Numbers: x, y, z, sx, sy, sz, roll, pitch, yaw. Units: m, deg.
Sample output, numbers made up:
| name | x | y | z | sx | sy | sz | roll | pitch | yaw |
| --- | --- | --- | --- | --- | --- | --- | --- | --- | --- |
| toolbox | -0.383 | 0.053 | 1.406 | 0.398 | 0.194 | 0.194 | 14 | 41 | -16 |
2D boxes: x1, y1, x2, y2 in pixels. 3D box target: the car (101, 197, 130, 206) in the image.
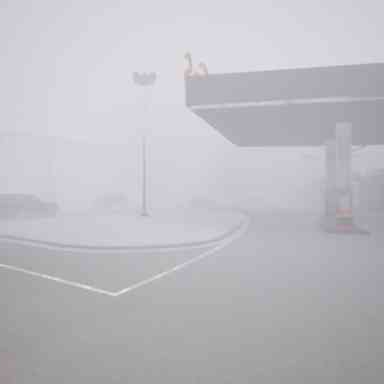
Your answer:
| name | x | y | z | sx | sy | sz | roll | pitch | yaw |
| --- | --- | --- | --- | --- | --- | --- | --- | --- | --- |
| car | -12.774 | 1.522 | 55.862 | 1.895 | 1.301 | 4.718 | 0 | 0 | 34 |

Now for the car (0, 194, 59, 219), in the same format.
| name | x | y | z | sx | sy | sz | roll | pitch | yaw |
| --- | --- | --- | --- | --- | --- | --- | --- | --- | --- |
| car | -14.650 | 1.169 | 29.220 | 2.150 | 2.045 | 5.566 | 0 | 0 | 42 |

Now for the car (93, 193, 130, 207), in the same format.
| name | x | y | z | sx | sy | sz | roll | pitch | yaw |
| --- | --- | --- | --- | --- | --- | --- | --- | --- | --- |
| car | -12.204 | 1.152 | 50.294 | 2.150 | 2.045 | 5.566 | 0 | 0 | 35 |

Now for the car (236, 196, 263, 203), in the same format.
| name | x | y | z | sx | sy | sz | roll | pitch | yaw |
| --- | --- | --- | --- | --- | --- | --- | --- | --- | --- |
| car | 11.574 | 1.487 | 67.528 | 5.357 | 1.411 | 2.033 | 0 | 0 | -13 |

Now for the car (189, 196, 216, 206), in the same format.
| name | x | y | z | sx | sy | sz | roll | pitch | yaw |
| --- | --- | --- | --- | --- | --- | --- | --- | --- | --- |
| car | 1.749 | 1.421 | 54.590 | 5.008 | 1.535 | 1.882 | 0 | 0 | -39 |

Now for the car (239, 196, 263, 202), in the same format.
| name | x | y | z | sx | sy | sz | roll | pitch | yaw |
| --- | --- | --- | --- | --- | --- | --- | --- | --- | --- |
| car | 12.600 | 1.537 | 71.322 | 4.718 | 1.301 | 1.895 | 0 | 0 | -13 |
